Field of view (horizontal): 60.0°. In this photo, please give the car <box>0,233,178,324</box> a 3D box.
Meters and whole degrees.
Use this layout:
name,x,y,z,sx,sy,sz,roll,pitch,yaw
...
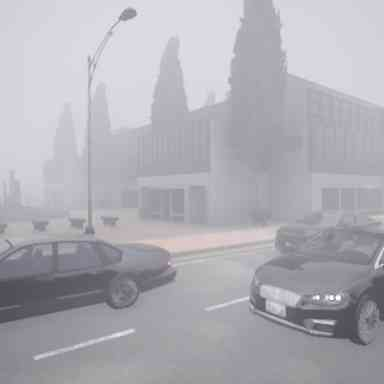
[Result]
name,x,y,z,sx,sy,sz,roll,pitch,yaw
car,-2.892,1.543,6.292,5.357,1.411,2.033,0,0,-35

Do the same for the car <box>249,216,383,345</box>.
name,x,y,z,sx,sy,sz,roll,pitch,yaw
car,3.200,1.455,6.420,4.902,1.511,2.128,0,0,-37

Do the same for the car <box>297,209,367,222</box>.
name,x,y,z,sx,sy,sz,roll,pitch,yaw
car,5.132,1.411,12.248,5.008,1.535,1.882,0,0,-37
